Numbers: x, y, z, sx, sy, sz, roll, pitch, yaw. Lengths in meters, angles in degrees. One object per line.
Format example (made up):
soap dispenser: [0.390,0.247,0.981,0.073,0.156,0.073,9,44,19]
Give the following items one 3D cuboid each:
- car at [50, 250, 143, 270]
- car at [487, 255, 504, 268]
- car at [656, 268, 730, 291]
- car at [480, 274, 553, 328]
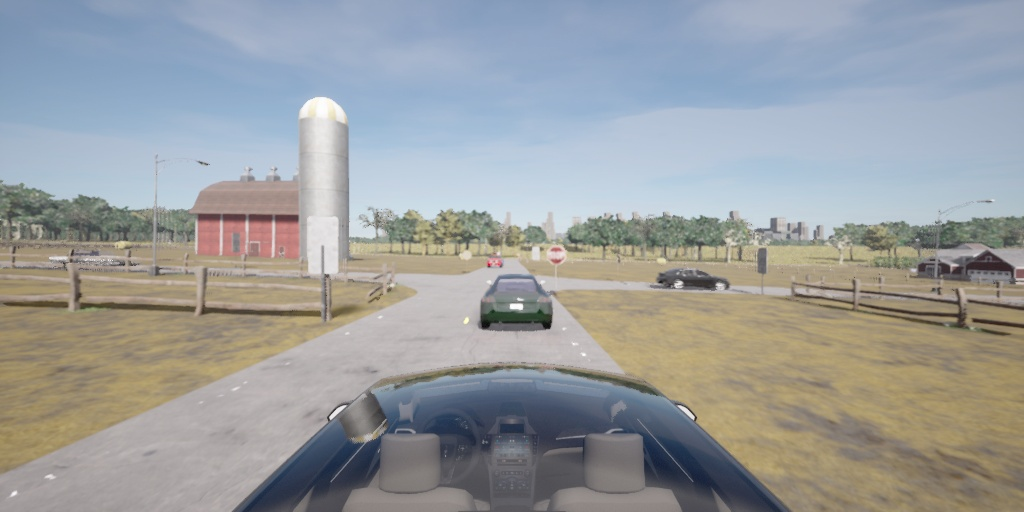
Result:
car: [-29.386,0.252,25.470,4.718,1.301,1.895,2,1,0]
car: [-2.651,0.805,55.399,2.150,2.045,5.566,0,0,1]
car: [12.785,1.614,25.388,4.892,1.490,1.837,2,0,0]
car: [0.122,1.224,10.985,1.994,1.385,4.181,0,0,0]
